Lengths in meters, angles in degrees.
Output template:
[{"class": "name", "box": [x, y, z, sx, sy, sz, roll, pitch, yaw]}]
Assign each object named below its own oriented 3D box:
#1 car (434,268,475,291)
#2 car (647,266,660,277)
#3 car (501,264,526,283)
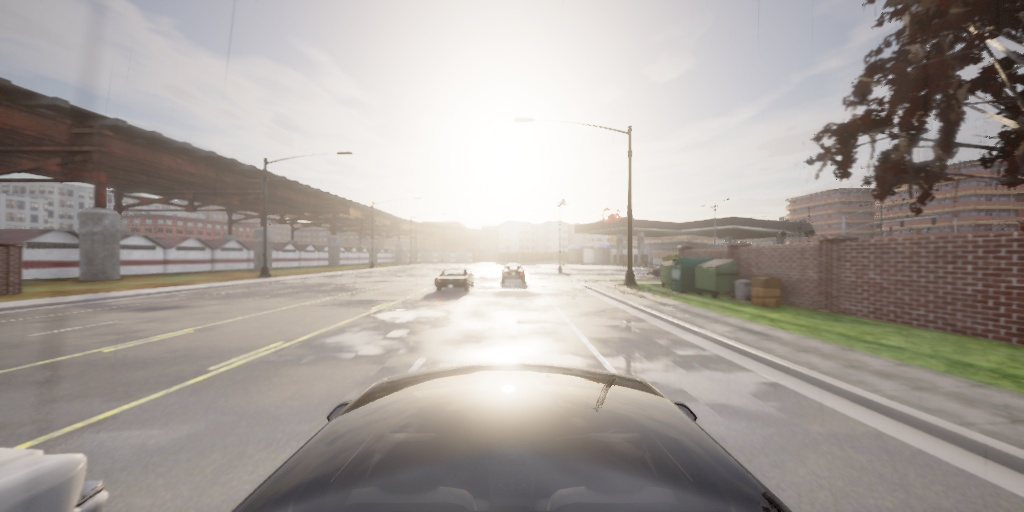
[{"class": "car", "box": [-3.395, 1.394, 22.060, 1.895, 1.301, 4.718, 0, 0, 0]}, {"class": "car", "box": [15.098, 1.394, 33.305, 4.718, 1.301, 1.895, 0, 0, 3]}, {"class": "car", "box": [0.105, 1.340, 28.478, 2.033, 1.411, 5.357, 0, 0, 0]}]
